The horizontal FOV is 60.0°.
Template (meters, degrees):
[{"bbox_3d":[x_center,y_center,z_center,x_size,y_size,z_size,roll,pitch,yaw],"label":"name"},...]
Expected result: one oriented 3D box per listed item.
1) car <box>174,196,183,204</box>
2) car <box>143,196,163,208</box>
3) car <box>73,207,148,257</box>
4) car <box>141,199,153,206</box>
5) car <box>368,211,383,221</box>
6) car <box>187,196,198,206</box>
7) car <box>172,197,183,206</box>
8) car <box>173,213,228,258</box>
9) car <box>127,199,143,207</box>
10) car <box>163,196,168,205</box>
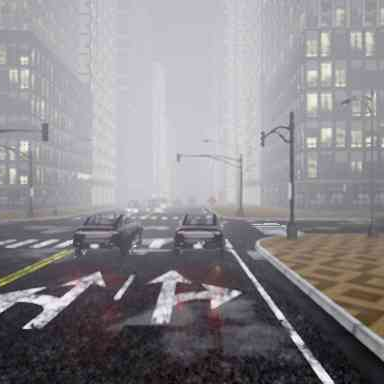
[{"bbox_3d":[-3.235,1.912,79.844,2.097,1.767,4.553,0,-1,0],"label":"car"},{"bbox_3d":[-6.549,1.825,56.367,2.097,1.767,4.553,0,-1,0],"label":"car"},{"bbox_3d":[-3.189,1.588,13.376,2.128,1.511,4.902,0,0,0],"label":"car"},{"bbox_3d":[-9.737,2.155,72.177,1.812,1.442,4.674,0,-1,0],"label":"car"},{"bbox_3d":[17.093,1.739,27.283,4.829,1.417,1.752,0,0,2],"label":"car"},{"bbox_3d":[0.013,2.108,69.869,1.837,1.490,4.892,0,-1,0],"label":"car"},{"bbox_3d":[-3.237,2.158,69.836,1.994,1.385,4.181,0,-1,0],"label":"car"},{"bbox_3d":[0.397,1.588,13.355,2.128,1.511,4.902,0,0,5],"label":"car"},{"bbox_3d":[-9.796,1.967,56.615,2.128,1.511,4.902,0,-1,0],"label":"car"},{"bbox_3d":[-6.487,1.856,72.124,2.150,2.045,5.566,0,-1,0],"label":"car"}]
